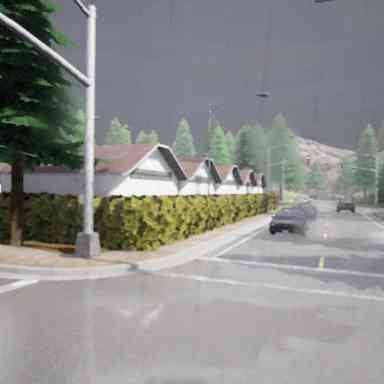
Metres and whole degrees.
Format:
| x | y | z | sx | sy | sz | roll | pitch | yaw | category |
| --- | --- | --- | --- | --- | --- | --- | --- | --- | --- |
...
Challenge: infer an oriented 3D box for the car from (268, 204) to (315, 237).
| x | y | z | sx | sy | sz | roll | pitch | yaw | category |
| --- | --- | --- | --- | --- | --- | --- | --- | --- | --- |
| 5.782 | 1.628 | 19.332 | 2.033 | 1.411 | 5.357 | 1 | 0 | 23 | car |

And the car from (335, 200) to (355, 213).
| x | y | z | sx | sy | sz | roll | pitch | yaw | category |
| --- | --- | --- | --- | --- | --- | --- | --- | --- | --- |
| 18.003 | 1.670 | 39.067 | 1.837 | 1.490 | 4.892 | 1 | 0 | 21 | car |

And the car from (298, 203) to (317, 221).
| x | y | z | sx | sy | sz | roll | pitch | yaw | category |
| --- | --- | --- | --- | --- | --- | --- | --- | --- | --- |
| 9.635 | 1.654 | 28.471 | 1.994 | 1.385 | 4.181 | 1 | 0 | 23 | car |
